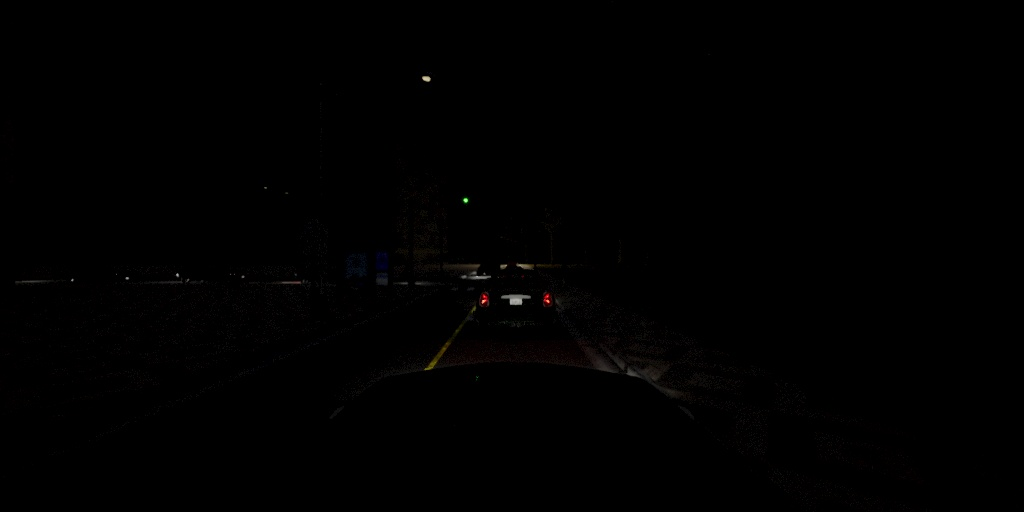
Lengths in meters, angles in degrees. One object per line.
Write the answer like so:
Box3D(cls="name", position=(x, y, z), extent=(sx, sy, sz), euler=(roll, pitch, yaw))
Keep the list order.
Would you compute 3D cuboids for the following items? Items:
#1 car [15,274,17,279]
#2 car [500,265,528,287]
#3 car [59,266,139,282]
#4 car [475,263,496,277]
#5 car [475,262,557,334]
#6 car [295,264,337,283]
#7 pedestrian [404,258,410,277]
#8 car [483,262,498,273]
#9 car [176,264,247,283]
Box3D(cls="car", position=(-43.587, 1.354, 29.206), extent=(4.892, 1.490, 1.837), euler=(0, 0, 2))
Box3D(cls="car", position=(0.122, 1.500, 28.319), extent=(2.033, 1.411, 5.357), euler=(0, 0, 0))
Box3D(cls="car", position=(-33.133, 1.479, 28.897), extent=(4.718, 1.301, 1.895), euler=(0, 0, 1))
Box3D(cls="car", position=(-3.075, 1.598, 42.508), extent=(2.033, 1.411, 5.357), euler=(0, 0, 0))
Box3D(cls="car", position=(0.101, 1.175, 11.024), extent=(2.097, 1.767, 4.553), euler=(0, -1, 0))
Box3D(cls="car", position=(-14.522, 1.419, 28.408), extent=(4.902, 1.511, 2.128), euler=(0, 0, 2))
Box3D(cls="pedestrian", position=(-10.064, 1.079, 34.530), extent=(0.375, 1.860, 0.375), euler=(0, 0, 1))
Box3D(cls="car", position=(-3.061, 1.622, 52.295), extent=(1.837, 1.490, 4.892), euler=(0, 0, 0))
Box3D(cls="car", position=(-23.895, 1.394, 28.652), extent=(4.902, 1.511, 2.128), euler=(0, 0, 1))
